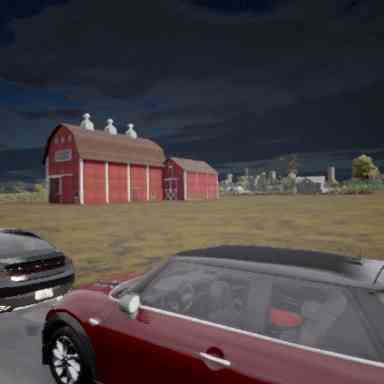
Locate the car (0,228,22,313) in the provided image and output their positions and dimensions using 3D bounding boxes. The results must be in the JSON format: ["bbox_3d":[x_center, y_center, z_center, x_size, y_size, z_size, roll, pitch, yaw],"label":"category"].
[{"bbox_3d":[-4.563,1.547,7.278,4.892,1.490,1.837,0,0,36],"label":"car"}]

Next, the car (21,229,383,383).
[{"bbox_3d":[0.318,1.378,3.733,4.553,1.767,2.097,0,0,36],"label":"car"}]
